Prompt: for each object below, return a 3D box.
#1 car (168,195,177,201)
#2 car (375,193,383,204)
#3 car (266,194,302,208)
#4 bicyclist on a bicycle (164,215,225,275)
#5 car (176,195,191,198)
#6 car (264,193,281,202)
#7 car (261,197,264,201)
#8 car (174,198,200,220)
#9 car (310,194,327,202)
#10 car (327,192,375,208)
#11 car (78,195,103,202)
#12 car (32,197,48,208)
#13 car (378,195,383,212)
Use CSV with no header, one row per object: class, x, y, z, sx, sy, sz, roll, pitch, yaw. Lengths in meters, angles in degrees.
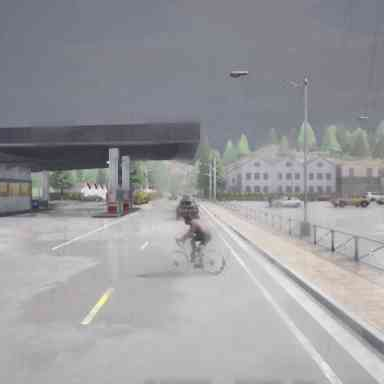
car,-5.013,1.544,85.832,1.994,1.385,4.181,0,0,-1
car,30.266,1.293,50.045,4.514,1.523,2.007,0,0,-2
car,11.947,1.357,42.627,3.806,1.475,1.970,0,0,-2
bicyclist on a bicycle,0.055,1.444,8.966,1.656,1.620,0.582,-1,0,-1
car,-0.555,1.474,37.894,1.882,1.535,5.008,0,0,-1
car,12.479,1.072,45.965,3.866,1.878,1.905,0,0,-2
car,16.758,1.327,68.686,4.902,1.511,2.128,0,0,-1
car,-0.373,1.502,27.733,1.837,1.490,4.892,0,0,-1
car,26.998,1.279,68.902,5.008,1.535,1.882,0,0,-1
car,20.423,1.093,42.867,4.605,1.855,1.932,0,0,-2
car,-20.654,1.327,67.896,4.902,1.511,2.128,0,0,-1
car,-21.525,1.476,45.701,2.242,1.667,4.611,0,0,-2
car,20.009,1.295,30.397,4.514,1.523,2.007,0,0,-2
